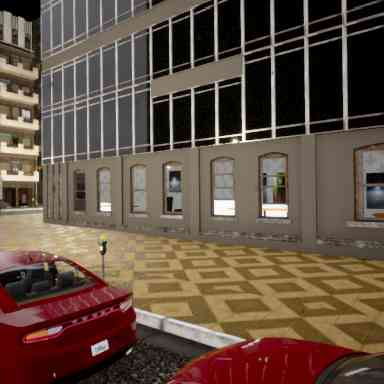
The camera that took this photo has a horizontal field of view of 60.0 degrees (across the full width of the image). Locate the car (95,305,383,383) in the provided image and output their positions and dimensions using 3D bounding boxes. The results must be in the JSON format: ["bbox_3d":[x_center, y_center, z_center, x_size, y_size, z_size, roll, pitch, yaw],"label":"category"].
[{"bbox_3d":[1.765,1.545,1.626,4.507,1.381,1.887,0,-1,36],"label":"car"}]

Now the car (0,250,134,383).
[{"bbox_3d":[-2.804,1.546,4.892,4.507,1.381,1.887,0,-1,36],"label":"car"}]
